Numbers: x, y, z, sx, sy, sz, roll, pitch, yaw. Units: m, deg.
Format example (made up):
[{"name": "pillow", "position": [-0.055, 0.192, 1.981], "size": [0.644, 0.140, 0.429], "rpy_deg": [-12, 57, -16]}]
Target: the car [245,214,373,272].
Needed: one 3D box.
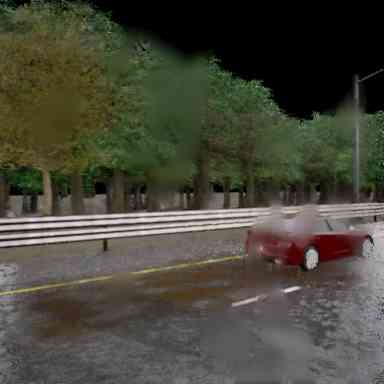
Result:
[{"name": "car", "position": [3.954, 1.465, 10.847], "size": [5.008, 1.535, 1.882], "rpy_deg": [0, 0, -35]}]
